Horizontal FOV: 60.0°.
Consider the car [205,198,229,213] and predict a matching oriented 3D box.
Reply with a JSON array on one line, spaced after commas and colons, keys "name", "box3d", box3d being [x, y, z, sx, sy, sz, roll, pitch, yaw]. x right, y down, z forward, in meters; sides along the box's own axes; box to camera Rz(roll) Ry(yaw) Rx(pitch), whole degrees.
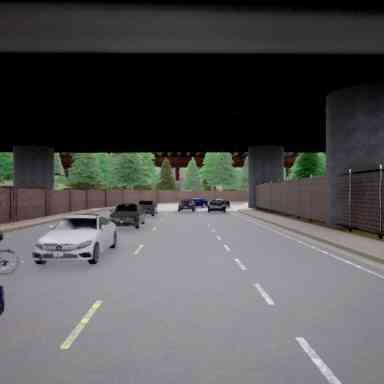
[{"name": "car", "box3d": [2.776, 1.564, 37.356, 1.994, 1.385, 4.181, 0, 0, 4]}]

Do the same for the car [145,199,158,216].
[{"name": "car", "box3d": [-4.393, 1.505, 32.156, 1.837, 1.490, 4.892, 0, 0, -1]}]

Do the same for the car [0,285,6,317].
[{"name": "car", "box3d": [-3.632, 1.601, 2.678, 1.895, 1.301, 4.718, 0, 0, -2]}]

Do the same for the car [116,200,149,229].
[{"name": "car", "box3d": [-4.176, 1.505, 21.814, 1.837, 1.490, 4.892, 0, 0, -2]}]

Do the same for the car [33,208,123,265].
[{"name": "car", "box3d": [-3.899, 1.526, 11.866, 1.812, 1.442, 4.674, 0, 0, -2]}]

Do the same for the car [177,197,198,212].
[{"name": "car", "box3d": [-0.577, 1.526, 38.974, 1.812, 1.442, 4.674, 0, 0, 3]}]

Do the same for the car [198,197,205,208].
[{"name": "car", "box3d": [1.071, 1.478, 48.643, 1.882, 1.535, 5.008, 0, 0, 15]}]

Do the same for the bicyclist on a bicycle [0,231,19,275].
[{"name": "bicyclist on a bicycle", "box3d": [-5.456, 1.444, 8.676, 1.656, 1.620, 0.582, -2, -1, -27]}]
